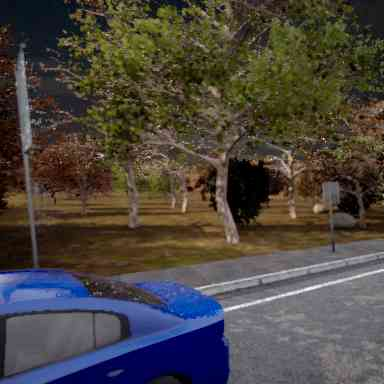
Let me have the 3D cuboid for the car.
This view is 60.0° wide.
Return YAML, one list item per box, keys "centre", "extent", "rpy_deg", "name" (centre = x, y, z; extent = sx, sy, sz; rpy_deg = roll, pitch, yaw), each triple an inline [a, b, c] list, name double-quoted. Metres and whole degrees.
- centre: [-1.948, 1.477, 2.597]
  extent: [5.008, 1.535, 1.882]
  rpy_deg: [1, -1, -36]
  name: "car"
